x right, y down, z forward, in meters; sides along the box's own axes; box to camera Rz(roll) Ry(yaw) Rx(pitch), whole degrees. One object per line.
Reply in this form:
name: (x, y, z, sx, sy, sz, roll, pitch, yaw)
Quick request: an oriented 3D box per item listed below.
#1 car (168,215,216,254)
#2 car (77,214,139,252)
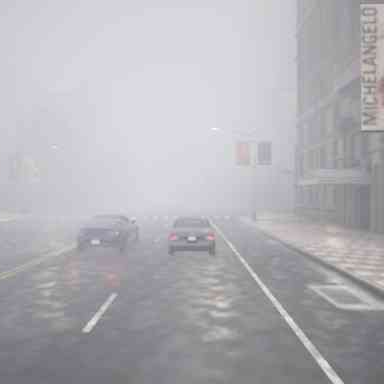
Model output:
car: (-0.007, 1.676, 13.994, 2.033, 1.411, 5.357, 0, 0, 0)
car: (-3.505, 1.658, 14.378, 1.812, 1.442, 4.674, 0, 0, 0)
